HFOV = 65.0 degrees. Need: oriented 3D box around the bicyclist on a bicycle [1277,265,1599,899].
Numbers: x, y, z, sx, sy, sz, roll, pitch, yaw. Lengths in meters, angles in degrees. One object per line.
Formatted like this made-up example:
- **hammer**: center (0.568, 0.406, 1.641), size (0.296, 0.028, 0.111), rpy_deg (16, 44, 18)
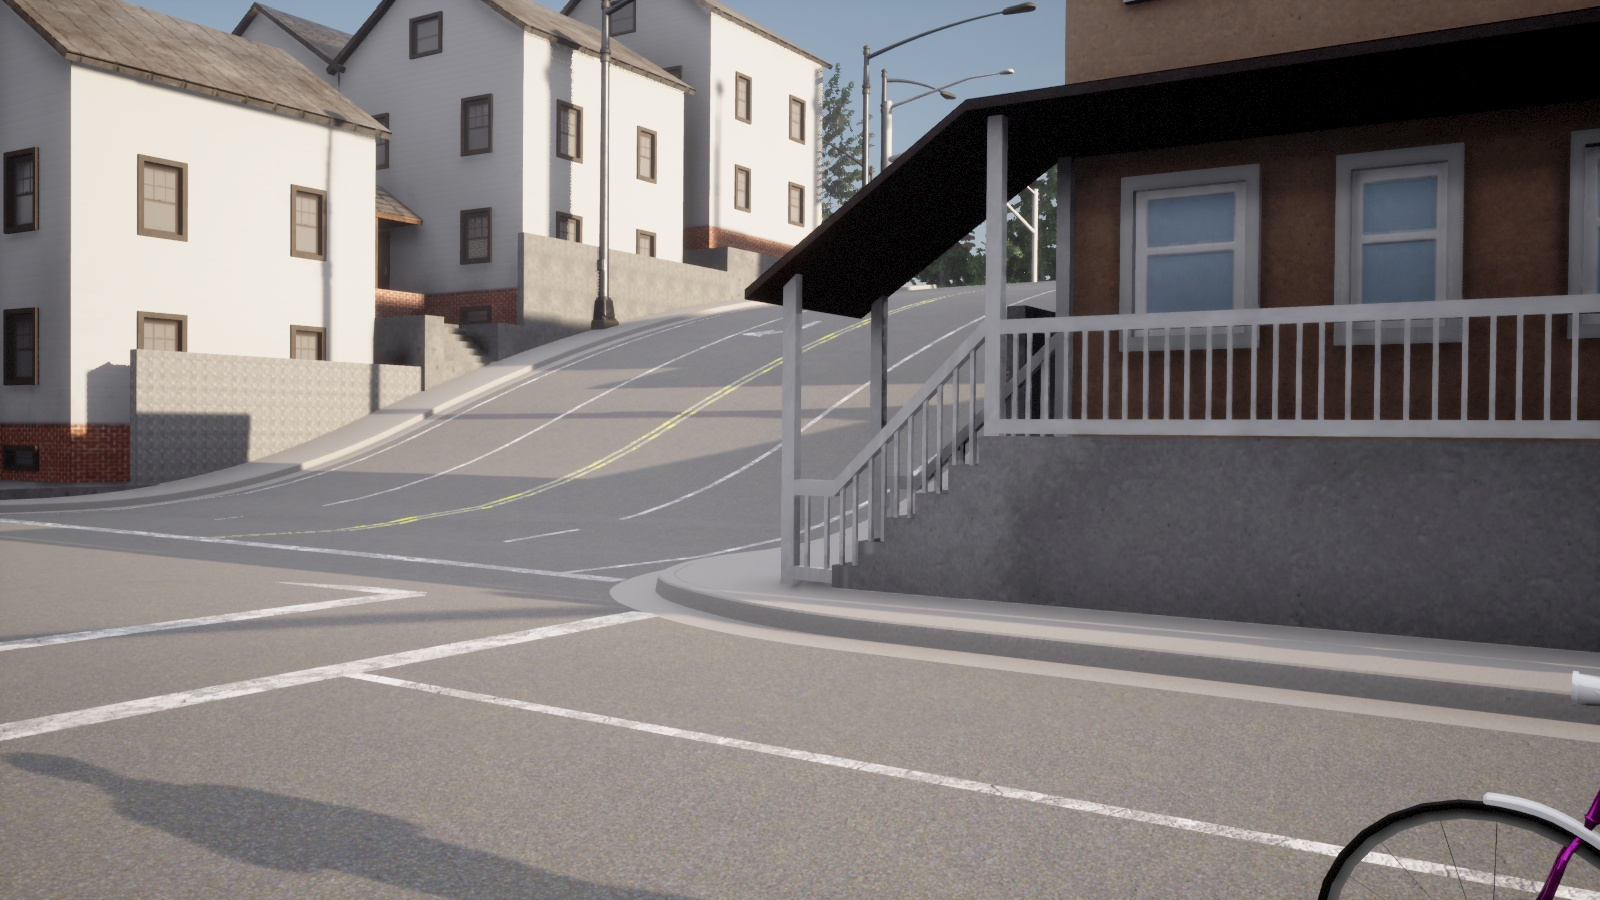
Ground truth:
- **bicyclist on a bicycle**: center (1.928, 0.552, 2.340), size (1.843, 1.776, 0.659), rpy_deg (0, 1, 34)
